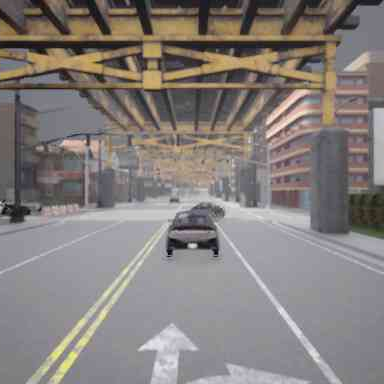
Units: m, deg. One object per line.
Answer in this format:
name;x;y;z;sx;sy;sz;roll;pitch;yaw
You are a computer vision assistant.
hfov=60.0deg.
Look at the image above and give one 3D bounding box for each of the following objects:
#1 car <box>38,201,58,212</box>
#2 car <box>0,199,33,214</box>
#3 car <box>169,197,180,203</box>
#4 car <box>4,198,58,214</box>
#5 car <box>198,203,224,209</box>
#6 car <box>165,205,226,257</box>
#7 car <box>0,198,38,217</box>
car;-16.813;1.290;34.948;4.536;1.218;1.853;0;0;-20
car;-17.137;1.291;30.829;4.536;1.218;1.853;0;0;25
car;-3.506;1.579;66.703;1.895;1.301;4.718;0;0;0
car;-16.764;1.448;34.966;4.974;1.542;2.038;0;0;-20
car;1.357;1.562;27.741;1.994;1.385;4.181;0;0;23
car;0.042;1.490;12.946;2.128;1.511;4.902;0;0;1
car;-17.090;1.448;30.807;4.974;1.542;2.038;0;0;25
